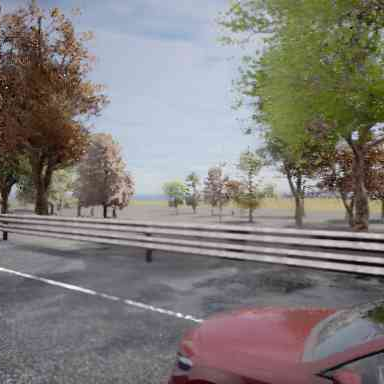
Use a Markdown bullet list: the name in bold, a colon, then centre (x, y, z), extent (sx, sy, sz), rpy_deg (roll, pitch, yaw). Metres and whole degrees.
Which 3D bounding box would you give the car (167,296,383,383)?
- **car**: centre (1.947, 1.523, 2.476), extent (4.674, 1.442, 1.812), rpy_deg (-1, -1, 36)
